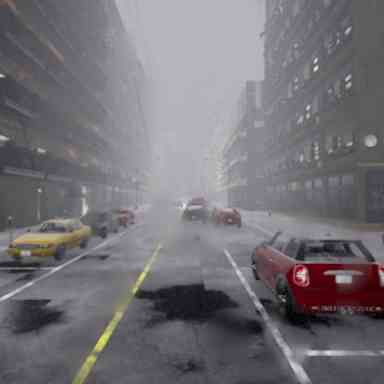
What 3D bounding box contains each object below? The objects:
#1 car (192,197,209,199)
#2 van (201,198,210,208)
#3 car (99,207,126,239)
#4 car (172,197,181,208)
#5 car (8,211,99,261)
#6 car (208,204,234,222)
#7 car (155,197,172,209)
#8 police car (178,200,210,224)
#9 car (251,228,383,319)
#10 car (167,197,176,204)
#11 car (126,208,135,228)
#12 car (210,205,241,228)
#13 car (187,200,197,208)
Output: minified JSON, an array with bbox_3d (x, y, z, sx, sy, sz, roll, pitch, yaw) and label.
[{"bbox_3d":[0.811,1.700,43.459,2.150,2.045,5.566,0,-1,0],"label":"car"},{"bbox_3d":[2.556,2.043,64.283,1.690,1.788,3.998,1,-1,0],"label":"van"},{"bbox_3d":[-5.313,1.774,18.883,1.947,1.339,4.313,1,-1,0],"label":"car"},{"bbox_3d":[-2.787,2.252,64.583,2.033,1.411,5.357,0,-1,0],"label":"car"},{"bbox_3d":[-5.310,1.669,13.043,1.752,1.417,4.829,1,-1,0],"label":"car"},{"bbox_3d":[2.564,1.883,30.257,2.008,1.369,4.403,1,-1,0],"label":"car"},{"bbox_3d":[-5.322,1.955,58.580,2.192,1.841,5.009,1,-1,0],"label":"car"},{"bbox_3d":[0.427,1.728,27.682,1.930,1.638,5.238,0,-1,7],"label":"police car"},{"bbox_3d":[2.573,1.525,7.576,1.967,1.590,4.097,1,-1,0],"label":"car"},{"bbox_3d":[-5.332,2.264,86.932,2.192,1.841,5.009,1,-1,0],"label":"car"},{"bbox_3d":[-5.314,1.814,24.554,1.887,1.381,4.507,1,-1,0],"label":"car"},{"bbox_3d":[2.566,1.815,24.586,1.887,1.381,4.507,1,-1,0],"label":"car"},{"bbox_3d":[-0.021,2.220,63.554,1.812,1.442,4.674,0,-1,0],"label":"car"}]
